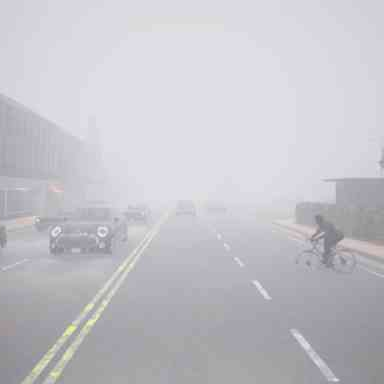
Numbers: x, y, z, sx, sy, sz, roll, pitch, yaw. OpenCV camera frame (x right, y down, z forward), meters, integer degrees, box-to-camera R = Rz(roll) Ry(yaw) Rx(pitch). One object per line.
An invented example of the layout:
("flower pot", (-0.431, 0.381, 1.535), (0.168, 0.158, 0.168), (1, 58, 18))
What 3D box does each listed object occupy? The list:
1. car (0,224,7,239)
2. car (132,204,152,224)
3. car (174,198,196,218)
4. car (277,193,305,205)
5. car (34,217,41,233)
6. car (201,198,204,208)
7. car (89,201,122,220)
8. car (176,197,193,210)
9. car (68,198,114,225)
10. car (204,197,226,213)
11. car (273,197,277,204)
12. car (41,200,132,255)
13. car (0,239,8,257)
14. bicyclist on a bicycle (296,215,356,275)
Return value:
("car", (-7.303, 1.477, 9.504), (1.882, 1.535, 5.008), (0, 0, -2))
("car", (-4.187, 1.598, 25.139), (1.895, 1.301, 4.718), (0, 0, -1))
("car", (-0.615, 1.542, 30.360), (2.033, 1.411, 5.357), (0, 0, -2))
("car", (16.457, 1.149, 54.252), (3.866, 1.878, 1.905), (0, 0, -3))
("car", (-7.565, 1.599, 19.922), (1.895, 1.301, 4.718), (0, 0, -1))
("car", (2.384, 1.471, 48.478), (1.882, 1.535, 5.008), (0, 0, -1))
("car", (-7.798, 1.620, 30.392), (1.895, 1.301, 4.718), (0, 1, -1))
("car", (-1.007, 1.486, 44.913), (2.128, 1.511, 4.902), (0, 0, -1))
("car", (-7.615, 1.410, 25.707), (2.128, 1.511, 4.902), (0, 4, -1))
("car", (2.690, 1.559, 37.136), (1.994, 1.385, 4.181), (0, 0, -1))
("car", (16.364, 1.146, 57.145), (4.605, 1.855, 1.932), (0, 0, -3))
("car", (-3.898, 1.350, 13.278), (2.097, 1.767, 4.553), (0, 0, -1))
("car", (-3.617, 1.491, 2.435), (2.128, 1.511, 4.902), (0, 0, -2))
("bicyclist on a bicycle", (3.623, 1.442, 9.014), (1.656, 1.620, 0.582), (-1, 0, -2))
